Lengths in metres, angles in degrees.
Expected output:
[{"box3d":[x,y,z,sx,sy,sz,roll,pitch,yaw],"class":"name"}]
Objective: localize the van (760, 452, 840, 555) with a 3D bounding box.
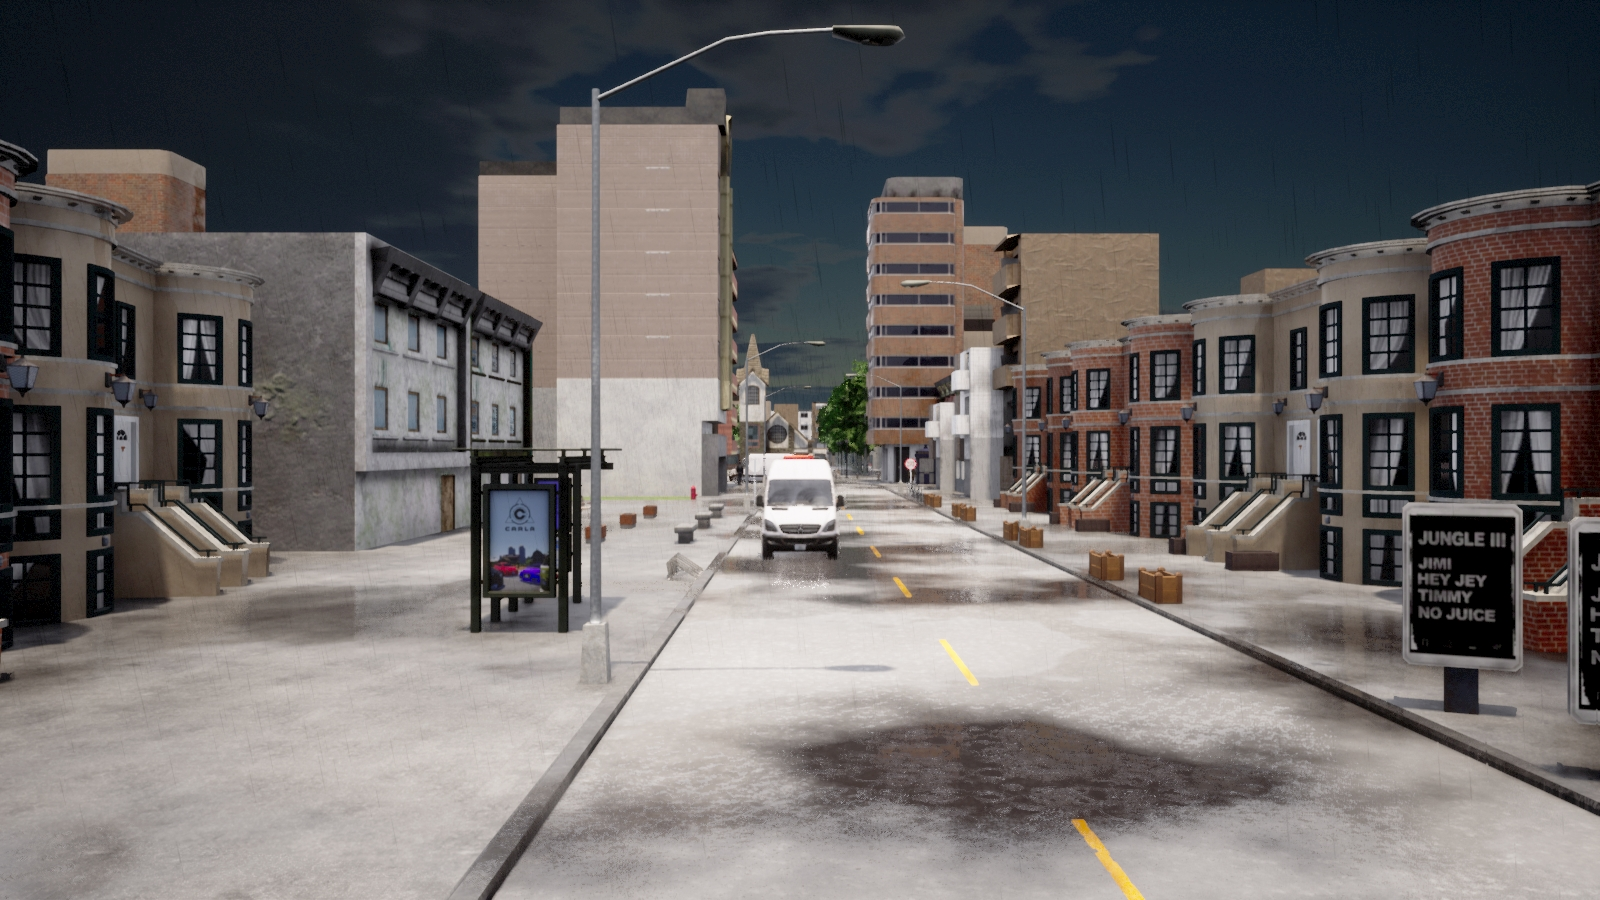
[{"box3d":[0.008,1.327,31.366,1.988,2.561,5.915,0,0,0],"class":"van"}]
